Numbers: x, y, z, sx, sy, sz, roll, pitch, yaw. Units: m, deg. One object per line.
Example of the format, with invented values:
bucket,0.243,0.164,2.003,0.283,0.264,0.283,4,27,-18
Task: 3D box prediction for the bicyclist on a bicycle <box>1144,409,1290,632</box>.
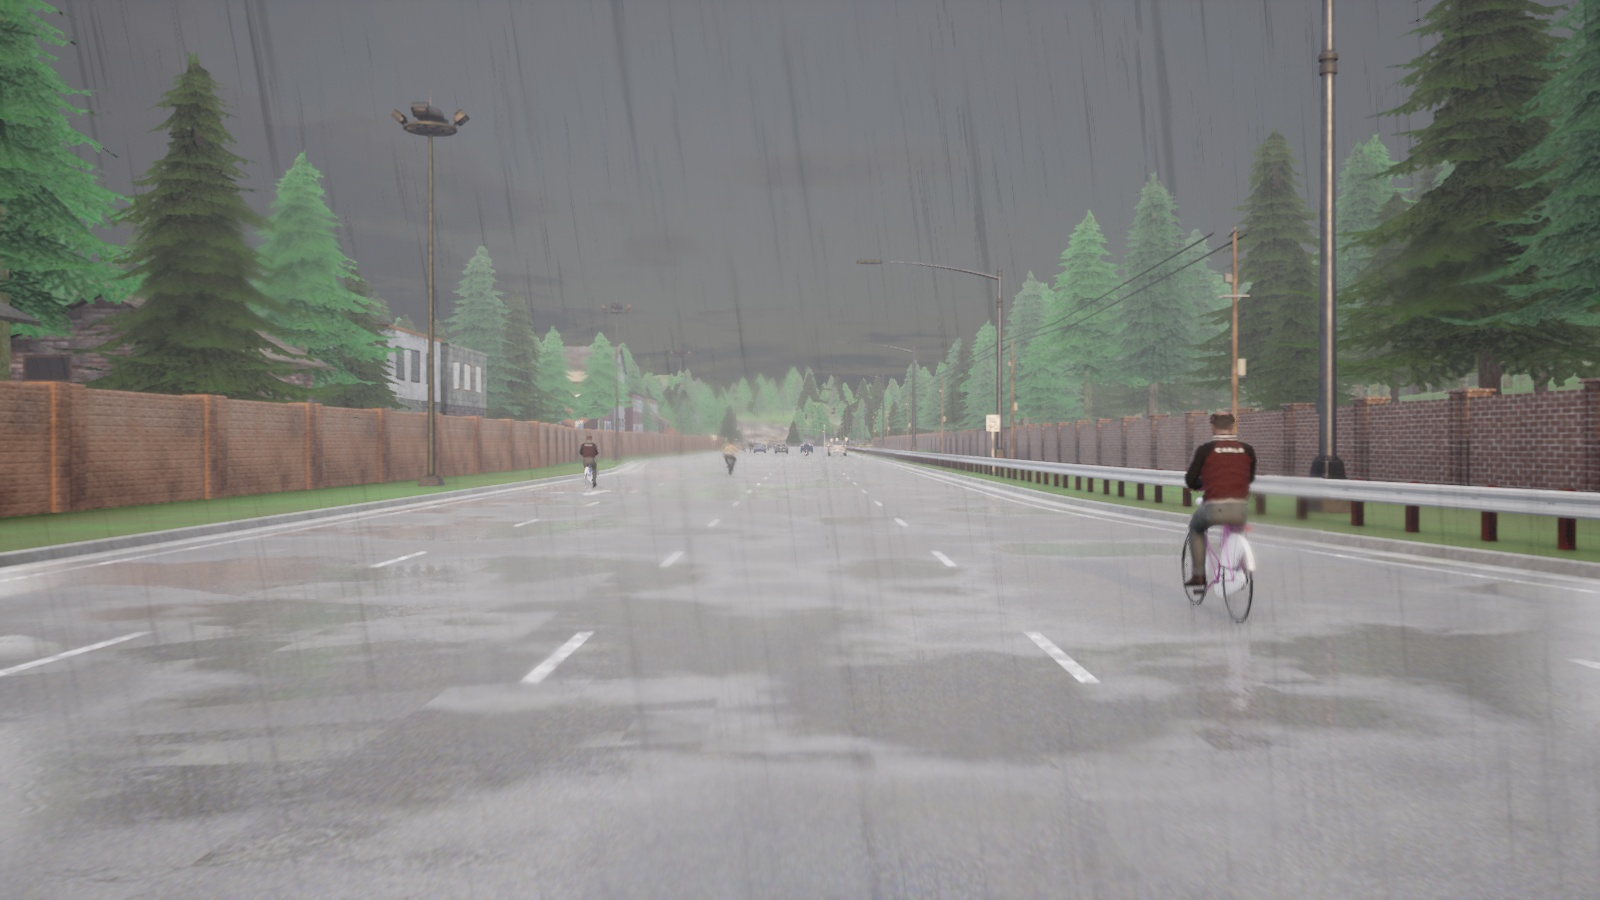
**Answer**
bicyclist on a bicycle,3.575,0.558,10.931,0.659,1.776,1.843,0,0,0
